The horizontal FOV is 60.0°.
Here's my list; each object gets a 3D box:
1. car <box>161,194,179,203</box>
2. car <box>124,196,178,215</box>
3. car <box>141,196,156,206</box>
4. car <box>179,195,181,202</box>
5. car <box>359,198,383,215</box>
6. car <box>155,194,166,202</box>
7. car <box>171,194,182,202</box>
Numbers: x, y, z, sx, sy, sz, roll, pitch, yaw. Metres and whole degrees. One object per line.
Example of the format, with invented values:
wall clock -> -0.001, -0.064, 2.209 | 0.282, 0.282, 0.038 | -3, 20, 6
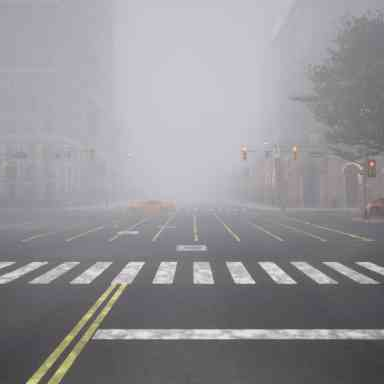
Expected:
car -> -3.683, 1.478, 55.423 | 1.882, 1.535, 5.008 | 0, 0, 0
car -> -4.179, 1.477, 32.976 | 5.008, 1.535, 1.882 | 0, 0, 0
car -> -7.183, 1.505, 55.182 | 1.837, 1.490, 4.892 | 0, 0, 0
car -> -3.619, 1.601, 65.098 | 1.895, 1.301, 4.718 | 0, 0, 1
car -> 19.054, 1.352, 32.953 | 4.553, 1.767, 2.097 | 0, 0, 2
car -> -6.995, 1.355, 74.800 | 2.097, 1.767, 4.553 | 0, 0, 0
car -> -3.493, 1.355, 75.053 | 2.097, 1.767, 4.553 | 0, 0, 0
